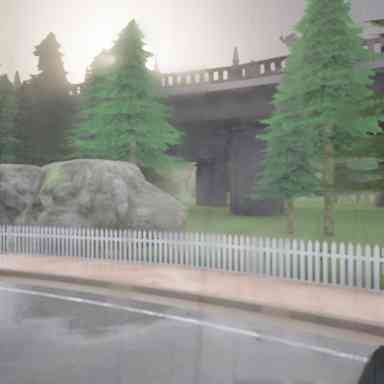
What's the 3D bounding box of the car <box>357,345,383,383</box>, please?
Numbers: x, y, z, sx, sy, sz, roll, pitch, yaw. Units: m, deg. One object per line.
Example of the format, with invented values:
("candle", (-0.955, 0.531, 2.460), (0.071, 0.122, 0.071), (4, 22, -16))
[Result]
("car", (3.443, 1.529, 1.188), (5.357, 1.411, 2.033), (0, 0, 37))
